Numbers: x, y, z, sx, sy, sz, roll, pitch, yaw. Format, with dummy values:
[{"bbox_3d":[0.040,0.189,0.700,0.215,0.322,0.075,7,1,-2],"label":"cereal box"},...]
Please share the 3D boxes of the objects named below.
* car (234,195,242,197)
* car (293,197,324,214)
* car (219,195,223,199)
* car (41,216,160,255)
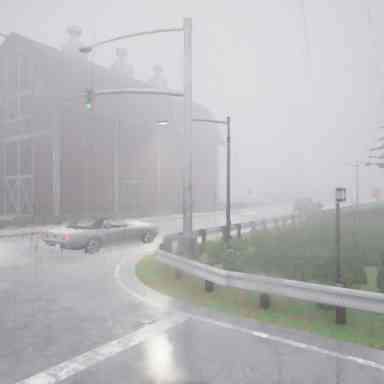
[{"bbox_3d":[12.323,1.541,89.393,1.784,1.438,3.905,0,0,36],"label":"car"},{"bbox_3d":[12.318,1.370,35.038,2.097,1.767,4.553,0,0,36],"label":"car"},{"bbox_3d":[5.769,1.527,78.258,1.816,1.474,4.193,0,0,36],"label":"car"},{"bbox_3d":[-3.476,1.629,13.659,1.895,1.301,4.718,0,0,36],"label":"car"}]
